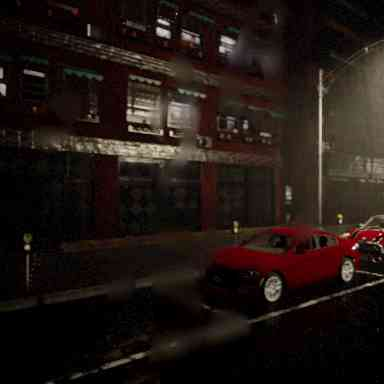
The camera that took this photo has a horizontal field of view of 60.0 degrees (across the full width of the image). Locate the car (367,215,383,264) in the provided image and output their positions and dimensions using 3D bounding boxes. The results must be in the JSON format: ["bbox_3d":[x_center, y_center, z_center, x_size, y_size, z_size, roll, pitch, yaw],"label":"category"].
[{"bbox_3d":[6.860,1.509,11.454,4.097,1.590,1.967,0,0,-36],"label":"car"}]

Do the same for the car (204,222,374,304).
[{"bbox_3d":[2.352,1.582,8.236,4.507,1.381,1.887,0,0,-36],"label":"car"}]
